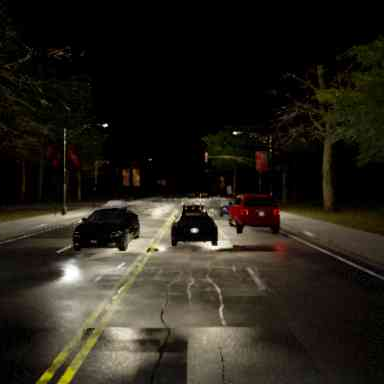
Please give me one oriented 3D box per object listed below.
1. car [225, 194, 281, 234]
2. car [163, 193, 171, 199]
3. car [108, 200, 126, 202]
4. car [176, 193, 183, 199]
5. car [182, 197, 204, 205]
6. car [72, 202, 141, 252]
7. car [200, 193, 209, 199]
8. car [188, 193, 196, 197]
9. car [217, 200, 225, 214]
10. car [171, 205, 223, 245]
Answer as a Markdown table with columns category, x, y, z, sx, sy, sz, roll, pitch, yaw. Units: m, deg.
| category | x | y | z | sx | sy | sz | roll | pitch | yaw |
| --- | --- | --- | --- | --- | --- | --- | --- | --- | --- |
| car | 3.350 | 1.124 | 18.675 | 2.150 | 2.045 | 5.566 | 0 | 0 | 0 |
| car | -6.503 | 1.056 | 87.558 | 1.837 | 1.490 | 4.892 | 0 | 0 | 0 |
| car | -6.566 | 1.398 | 28.919 | 2.033 | 1.411 | 5.357 | 0 | 0 | 0 |
| car | -3.253 | 1.056 | 87.558 | 1.837 | 1.490 | 4.892 | 0 | 0 | 0 |
| car | 0.099 | 1.441 | 31.086 | 1.895 | 1.301 | 4.718 | 0 | 0 | 0 |
| car | -3.350 | 1.404 | 13.840 | 1.882 | 1.535 | 5.008 | 0 | 0 | 0 |
| car | 3.248 | 1.112 | 84.192 | 1.994 | 1.385 | 4.181 | 0 | 0 | 0 |
| car | -0.002 | 1.155 | 84.222 | 1.895 | 1.301 | 4.718 | 0 | 0 | 0 |
| car | 3.249 | 1.396 | 29.352 | 2.033 | 1.411 | 5.357 | 0 | 0 | 0 |
| car | 0.100 | 1.482 | 15.110 | 1.994 | 1.385 | 4.181 | 0 | 0 | 0 |
